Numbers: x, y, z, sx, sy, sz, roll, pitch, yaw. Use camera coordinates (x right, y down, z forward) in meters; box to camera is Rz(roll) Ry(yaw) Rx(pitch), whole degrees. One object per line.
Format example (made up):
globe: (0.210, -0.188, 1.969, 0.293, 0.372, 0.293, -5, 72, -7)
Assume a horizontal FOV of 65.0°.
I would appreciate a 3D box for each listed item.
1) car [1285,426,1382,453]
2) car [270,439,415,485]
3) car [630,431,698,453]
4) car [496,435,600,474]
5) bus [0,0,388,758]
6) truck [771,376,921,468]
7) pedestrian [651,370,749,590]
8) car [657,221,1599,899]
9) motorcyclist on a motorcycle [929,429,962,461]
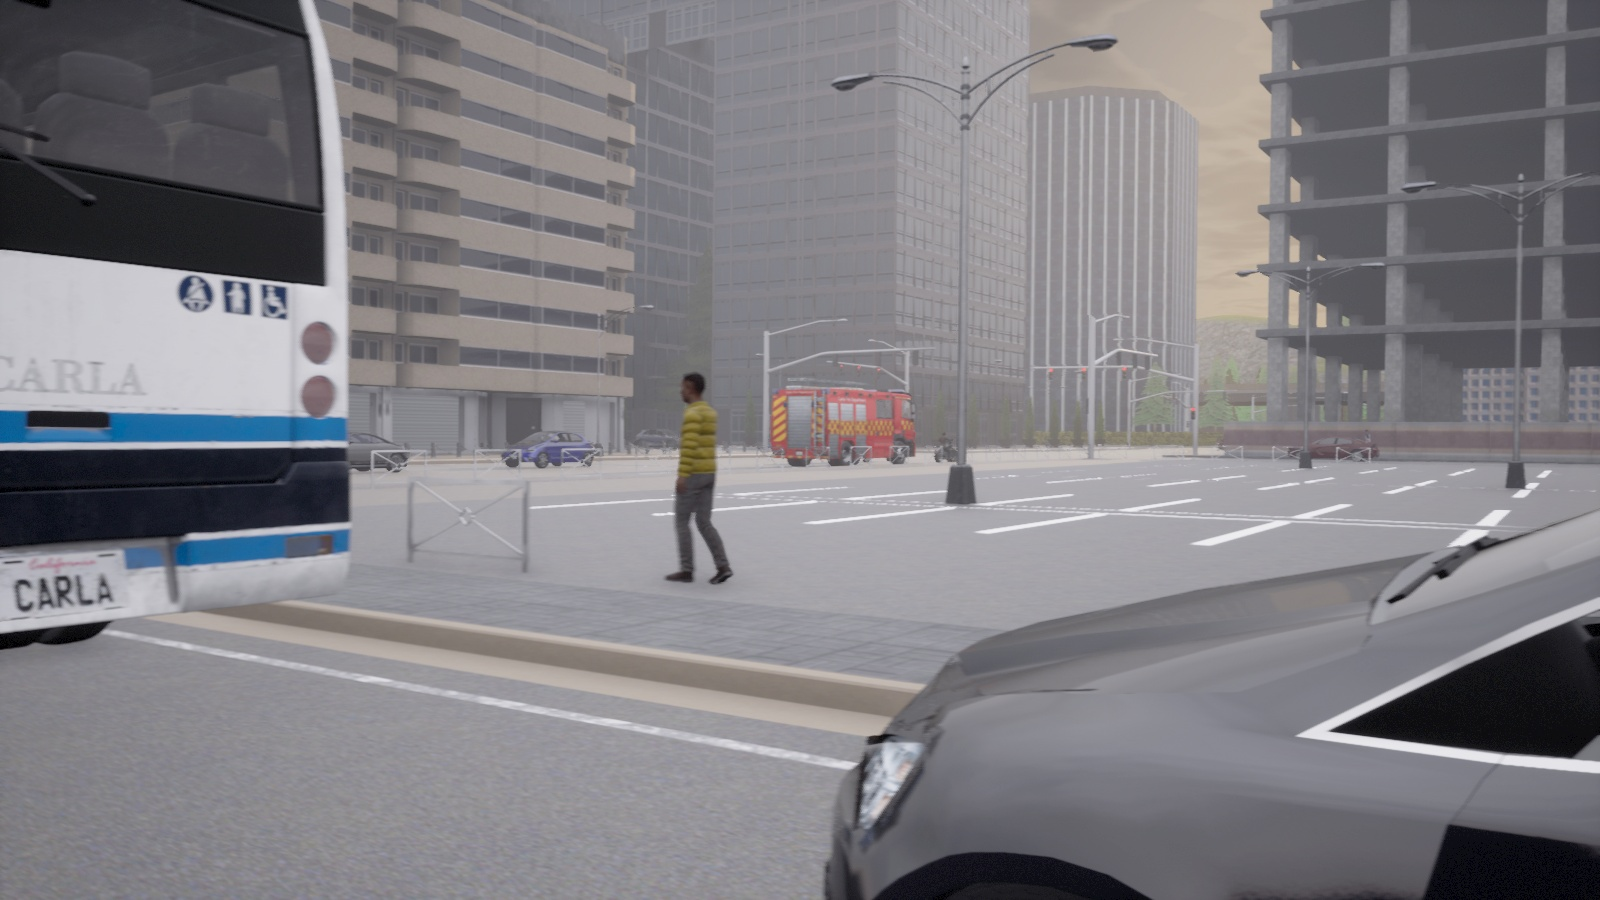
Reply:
car: (31.226, -0.633, 73.533, 5.008, 1.535, 1.882, 0, 1, 32)
car: (-15.170, 0.362, 41.830, 1.994, 1.385, 4.181, 0, 1, 32)
car: (-10.271, -0.594, 94.723, 4.856, 1.649, 2.033, 0, 1, 32)
car: (-10.023, 0.151, 50.210, 1.816, 1.474, 4.193, 0, 1, 28)
bus: (-7.911, -0.694, 8.833, 10.273, 4.253, 3.944, 0, 1, 33)
truck: (2.256, -1.226, 56.566, 2.891, 3.827, 8.468, 0, 1, 32)
pedestrian: (-0.863, 0.249, 10.872, 0.709, 1.840, 0.431, 0, 1, 25)
car: (2.270, 0.527, 2.113, 4.611, 1.667, 2.242, 0, 1, 33)
motorcyclist on a motorcycle: (7.565, -0.275, 65.085, 0.766, 1.649, 2.350, 0, 1, 32)
